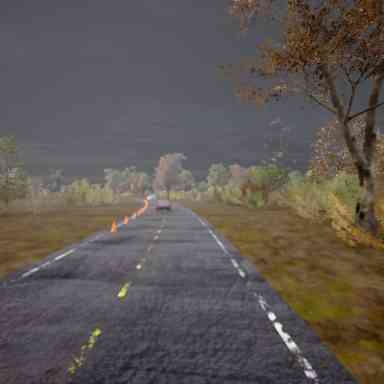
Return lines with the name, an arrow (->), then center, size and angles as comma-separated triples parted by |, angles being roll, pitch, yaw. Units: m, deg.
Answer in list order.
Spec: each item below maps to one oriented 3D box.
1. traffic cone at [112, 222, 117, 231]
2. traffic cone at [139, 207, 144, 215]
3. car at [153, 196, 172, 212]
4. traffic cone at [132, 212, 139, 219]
traffic cone -> -4.630, 2.032, 19.748 | 0.340, 0.580, 0.340 | 0, 0, -2
traffic cone -> -5.486, 2.090, 34.641 | 0.340, 0.580, 0.340 | 0, 0, -4
car -> -3.479, 1.633, 40.699 | 1.882, 1.535, 5.008 | 0, 0, -5
traffic cone -> -5.150, 2.071, 29.680 | 0.340, 0.580, 0.340 | 0, 0, -4
